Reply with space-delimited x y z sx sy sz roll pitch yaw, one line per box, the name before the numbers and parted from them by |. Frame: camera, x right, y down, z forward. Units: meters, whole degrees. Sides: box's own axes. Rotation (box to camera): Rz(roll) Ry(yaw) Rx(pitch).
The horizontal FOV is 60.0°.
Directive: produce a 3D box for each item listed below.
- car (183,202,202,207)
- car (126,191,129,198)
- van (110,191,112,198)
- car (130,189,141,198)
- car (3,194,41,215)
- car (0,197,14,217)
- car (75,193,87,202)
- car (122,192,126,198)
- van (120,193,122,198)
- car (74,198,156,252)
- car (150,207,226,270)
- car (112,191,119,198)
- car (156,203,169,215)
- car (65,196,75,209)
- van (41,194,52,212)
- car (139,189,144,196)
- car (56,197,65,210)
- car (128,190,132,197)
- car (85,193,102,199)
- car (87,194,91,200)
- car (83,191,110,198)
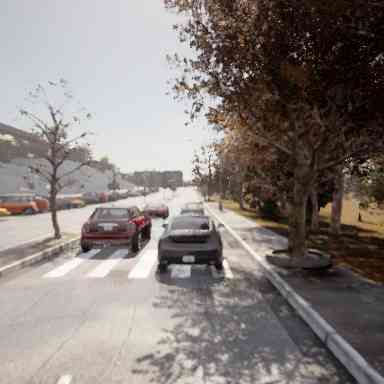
car | 0.043 1.480 25.384 2.033 1.411 5.357 0 0 0
car | -16.852 0.996 72.639 4.674 1.452 2.002 -1 1 -20
van | -16.760 0.952 57.768 4.442 1.987 1.878 -1 1 -20
car | -16.823 0.760 87.662 4.792 1.488 2.163 -1 1 -20
car | -16.852 1.295 30.872 4.553 1.767 2.185 -1 0 -20
car | -16.709 1.422 24.962 5.366 1.575 1.946 -1 0 -20
car | -16.701 1.353 42.873 5.366 1.575 1.946 -1 0 -20
car | -16.831 0.875 69.664 4.553 1.767 2.185 -1 1 -20
van | -16.972 0.822 66.628 4.442 1.987 1.878 -1 1 -20
car | -2.932 1.294 13.799 2.097 1.767 4.553 0 0 0
car | 0.020 1.455 10.876 1.837 1.490 4.892 0 0 2
car | -16.842 0.883 60.720 5.566 2.045 2.435 -1 1 -20
car | -2.940 1.532 27.683 1.895 1.301 4.718 0 0 0
car | -16.901 1.414 39.804 4.792 1.488 2.163 -1 1 -20
van | -16.773 1.187 33.899 4.442 1.987 1.878 -1 0 -20
car | -17.017 0.639 93.584 5.366 1.575 1.946 -1 1 -20
car | -16.871 1.439 36.832 4.674 1.452 2.002 -1 1 -20
car | -16.830 0.940 75.657 4.792 1.488 2.163 -1 1 -20
car | -16.865 1.302 51.758 4.674 1.452 2.002 -1 1 -20
car | -16.844 1.361 45.801 4.792 1.488 2.163 -1 0 -20
car | -16.896 0.973 54.725 5.566 2.045 2.435 -1 1 -20
